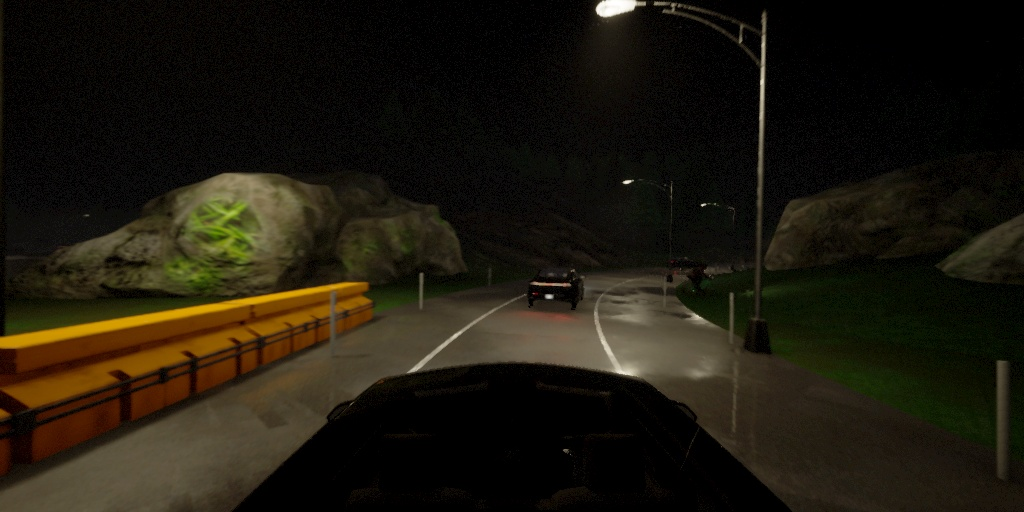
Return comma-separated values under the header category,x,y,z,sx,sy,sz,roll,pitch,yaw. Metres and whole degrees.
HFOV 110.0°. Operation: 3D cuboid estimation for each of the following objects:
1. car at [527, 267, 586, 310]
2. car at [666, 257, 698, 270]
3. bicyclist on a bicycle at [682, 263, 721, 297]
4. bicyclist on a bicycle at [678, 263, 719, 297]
category,x,y,z,sx,sy,sz,roll,pitch,yaw
car,1.900,1.190,14.688,2.128,1.511,4.902,1,0,15
car,20.078,0.851,42.194,4.902,1.511,2.128,-1,2,-35
bicyclist on a bicycle,9.137,1.210,17.298,1.656,1.620,0.582,-3,-1,35
bicyclist on a bicycle,9.315,1.204,17.950,0.582,1.620,1.656,-2,-2,-41
